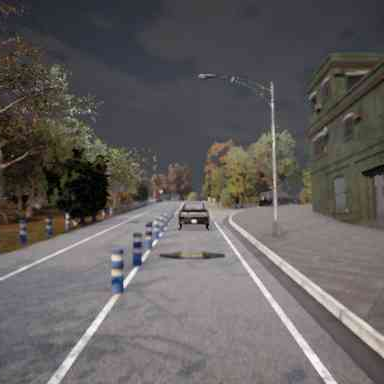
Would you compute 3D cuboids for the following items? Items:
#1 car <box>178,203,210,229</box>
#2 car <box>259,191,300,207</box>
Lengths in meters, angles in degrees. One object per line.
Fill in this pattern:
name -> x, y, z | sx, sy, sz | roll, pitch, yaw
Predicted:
car -> 0.119, 1.422, 21.198 | 2.128, 1.511, 4.902 | 0, 0, 0
car -> 10.770, 0.945, 41.083 | 5.566, 2.045, 2.150 | 1, -6, -31
